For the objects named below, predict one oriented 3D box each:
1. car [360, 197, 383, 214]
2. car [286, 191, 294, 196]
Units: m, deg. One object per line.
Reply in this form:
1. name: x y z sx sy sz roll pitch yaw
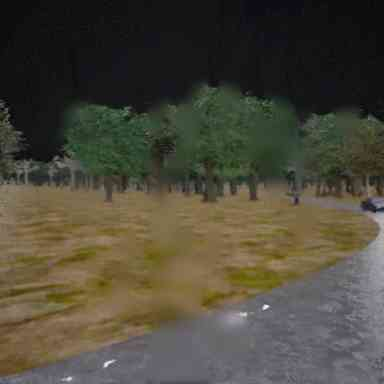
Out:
1. car: 16.935 1.196 30.401 2.033 1.411 5.357 0 1 12
2. car: 22.052 0.482 71.520 1.895 1.301 4.718 0 1 6
